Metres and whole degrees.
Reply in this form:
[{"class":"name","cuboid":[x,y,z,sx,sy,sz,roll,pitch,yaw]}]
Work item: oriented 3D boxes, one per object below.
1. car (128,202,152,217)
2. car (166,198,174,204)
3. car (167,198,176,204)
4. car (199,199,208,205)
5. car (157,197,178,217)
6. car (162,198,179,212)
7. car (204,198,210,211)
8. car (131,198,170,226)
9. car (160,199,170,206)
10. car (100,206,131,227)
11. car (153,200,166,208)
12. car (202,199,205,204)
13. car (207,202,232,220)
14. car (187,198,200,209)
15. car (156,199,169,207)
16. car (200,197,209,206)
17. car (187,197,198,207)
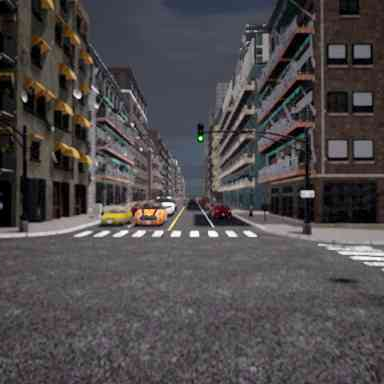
[{"class":"car","cuboid":[-5.659,1.891,36.547,1.887,1.381,4.507,1,-1,0]},{"class":"car","cuboid":[-5.625,2.349,86.085,1.752,1.417,4.829,1,-1,0]},{"class":"car","cuboid":[-5.622,2.430,91.779,2.008,1.369,4.403,1,-1,0]},{"class":"car","cuboid":[2.752,2.337,80.713,1.947,1.339,4.313,1,-1,0]},{"class":"car","cuboid":[-3.072,1.565,36.276,2.150,2.045,5.566,0,-1,0]},{"class":"car","cuboid":[-3.059,1.802,47.453,2.097,1.767,4.553,0,-1,0]},{"class":"car","cuboid":[2.723,1.786,36.529,1.967,1.590,4.097,1,-1,0]},{"class":"car","cuboid":[-3.078,1.594,25.610,2.097,1.767,4.553,0,-1,0]},{"class":"car","cuboid":[-5.637,2.209,69.687,1.887,1.381,4.507,1,-1,0]},{"class":"car","cuboid":[-5.666,1.765,25.331,1.752,1.417,4.829,1,-1,0]},{"class":"car","cuboid":[-5.644,2.081,58.471,1.752,1.417,4.829,1,-1,0]},{"class":"car","cuboid":[2.729,2.033,47.574,1.802,1.307,4.206,1,-1,0]},{"class":"car","cuboid":[2.718,1.838,31.004,1.887,1.381,4.507,1,-1,0]},{"class":"car","cuboid":[0.040,2.045,56.850,1.837,1.490,4.892,0,-1,0]},{"class":"car","cuboid":[-5.641,2.161,64.163,2.008,1.369,4.403,1,-1,0]},{"class":"car","cuboid":[2.747,1.979,69.670,2.192,1.841,5.009,1,-1,0]},{"class":"car","cuboid":[0.045,1.992,67.243,2.097,1.767,4.553,0,-1,0]}]
